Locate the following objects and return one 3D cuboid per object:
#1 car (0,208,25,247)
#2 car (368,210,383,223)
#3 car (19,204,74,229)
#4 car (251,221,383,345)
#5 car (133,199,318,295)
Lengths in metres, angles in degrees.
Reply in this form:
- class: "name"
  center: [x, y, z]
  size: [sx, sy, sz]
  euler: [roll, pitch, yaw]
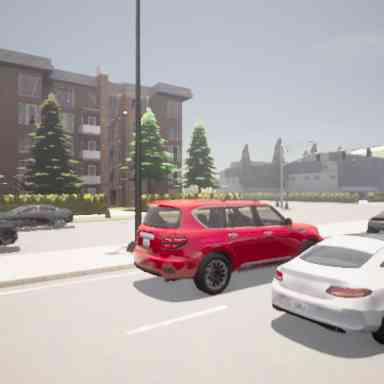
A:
- class: "car"
  center: [-8.888, 1.506, 11.778]
  size: [4.892, 1.490, 1.837]
  euler: [0, 0, -36]
- class: "car"
  center: [9.953, 1.468, 15.267]
  size: [4.902, 1.511, 2.128]
  euler: [0, 0, -35]
- class: "car"
  center: [-9.624, 1.488, 19.854]
  size: [4.902, 1.511, 2.128]
  euler: [0, 0, -36]
- class: "car"
  center: [3.484, 1.517, 6.266]
  size: [4.674, 1.442, 1.812]
  euler: [0, 0, -35]
- class: "car"
  center: [1.192, 1.213, 8.939]
  size: [5.566, 2.045, 2.150]
  euler: [0, 0, -35]
